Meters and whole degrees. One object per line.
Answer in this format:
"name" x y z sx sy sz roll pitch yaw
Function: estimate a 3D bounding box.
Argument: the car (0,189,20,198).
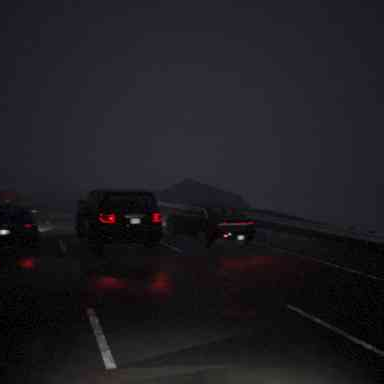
"car" -15.451 0.466 27.672 1.882 1.535 5.008 1 1 -32

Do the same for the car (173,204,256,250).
"car" 0.563 1.218 13.200 2.128 1.511 4.902 1 1 -26

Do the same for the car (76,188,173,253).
"car" -2.872 0.876 12.325 2.150 2.045 5.566 1 1 -26

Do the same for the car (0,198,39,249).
"car" -6.609 1.128 11.920 1.994 1.385 4.181 1 1 -26
